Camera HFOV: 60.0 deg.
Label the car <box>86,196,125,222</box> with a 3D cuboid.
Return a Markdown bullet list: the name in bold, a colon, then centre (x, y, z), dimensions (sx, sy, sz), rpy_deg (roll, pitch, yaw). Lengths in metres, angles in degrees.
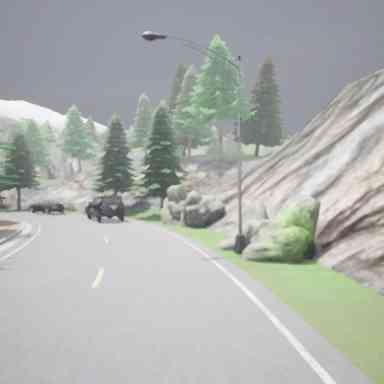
- **car**: centre (-7.319, 1.346, 27.971), dimensions (2.150, 2.045, 5.566), rpy_deg (0, 0, -29)

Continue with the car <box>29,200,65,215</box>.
- **car**: centre (-16.298, 1.693, 37.230), dimensions (4.902, 1.511, 2.128), rpy_deg (0, 0, 34)
